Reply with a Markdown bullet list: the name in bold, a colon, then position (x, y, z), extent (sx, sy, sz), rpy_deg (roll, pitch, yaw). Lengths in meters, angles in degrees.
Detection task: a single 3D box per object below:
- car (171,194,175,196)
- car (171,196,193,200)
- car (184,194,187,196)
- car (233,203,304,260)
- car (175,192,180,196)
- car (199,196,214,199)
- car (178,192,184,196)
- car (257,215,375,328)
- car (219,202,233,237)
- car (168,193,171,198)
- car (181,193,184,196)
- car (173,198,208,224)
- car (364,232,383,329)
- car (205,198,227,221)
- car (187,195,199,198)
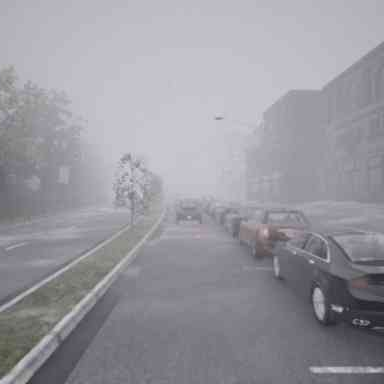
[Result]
- **car**: position (-2.953, 1.076, 79.160), extent (2.435, 2.045, 5.566), rpy_deg (0, 0, -10)
- **car**: position (-1.305, 1.526, 42.100), extent (1.994, 1.385, 4.181), rpy_deg (0, 0, -4)
- **car**: position (0.248, 1.416, 57.100), extent (2.097, 1.535, 5.008), rpy_deg (0, 0, -6)
- **car**: position (3.052, 1.356, 12.559), extent (2.185, 1.767, 4.553), rpy_deg (1, 0, 0)
- **car**: position (-2.028, 1.353, 73.831), extent (1.946, 1.575, 5.366), rpy_deg (0, 0, -9)
- **car**: position (2.223, 1.491, 34.982), extent (2.163, 1.488, 4.792), rpy_deg (0, 0, -3)
- **car**: position (-1.181, 1.378, 68.331), extent (1.946, 1.575, 5.366), rpy_deg (0, 0, -8)
- **car**: position (3.051, 1.483, 7.031), extent (2.231, 1.521, 4.892), rpy_deg (0, 0, 0)
- **car**: position (2.936, 1.508, 18.180), extent (2.163, 1.488, 4.792), rpy_deg (0, 0, -1)
- **car**: position (-3.978, 1.293, 84.614), extent (2.231, 1.521, 4.892), rpy_deg (0, 0, -11)
- **car**: position (-0.408, 1.401, 62.630), extent (2.097, 1.535, 5.008), rpy_deg (0, 0, -7)
- **car**: position (-0.275, 1.481, 24.864), extent (2.128, 1.511, 4.902), rpy_deg (0, 0, -2)
- **car**: position (3.049, 1.357, 1.460), extent (2.185, 1.767, 4.553), rpy_deg (0, 0, 0)
- **car**: position (2.520, 1.509, 29.386), extent (2.002, 1.452, 4.674), rpy_deg (0, 0, -3)
- **car**: position (0.848, 1.431, 51.570), extent (2.231, 1.521, 4.892), rpy_deg (0, 0, -5)
